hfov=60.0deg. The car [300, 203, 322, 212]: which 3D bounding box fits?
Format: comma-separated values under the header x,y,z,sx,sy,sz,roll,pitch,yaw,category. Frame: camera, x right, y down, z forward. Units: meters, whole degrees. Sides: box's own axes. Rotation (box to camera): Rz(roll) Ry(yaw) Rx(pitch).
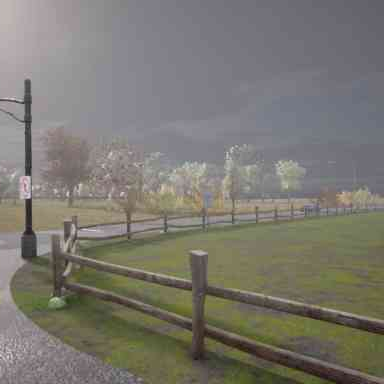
x,y,z,sx,sy,sz,roll,pitch,yaw,category
18.970,2.449,52.928,2.033,1.411,5.357,-1,-2,40,car
